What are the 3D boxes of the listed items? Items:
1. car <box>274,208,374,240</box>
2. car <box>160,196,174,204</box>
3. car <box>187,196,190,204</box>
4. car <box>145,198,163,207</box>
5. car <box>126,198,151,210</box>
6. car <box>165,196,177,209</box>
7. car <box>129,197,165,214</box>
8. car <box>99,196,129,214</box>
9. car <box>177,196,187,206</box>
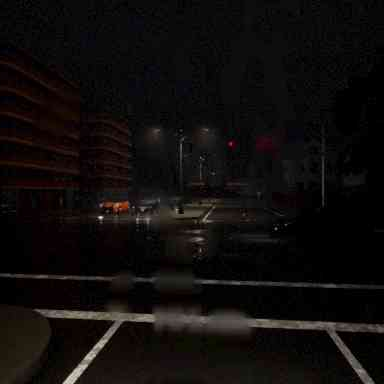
[{"bbox_3d":[6.454,1.525,16.404,4.674,1.442,1.812,0,0,-3],"label":"car"},{"bbox_3d":[-4.861,1.564,65.325,1.994,1.385,4.181,0,0,7],"label":"car"},{"bbox_3d":[-1.447,1.506,64.391,1.837,1.490,4.892,0,0,7],"label":"car"},{"bbox_3d":[-6.092,1.601,53.937,1.895,1.301,4.718,0,0,6],"label":"car"},{"bbox_3d":[-7.093,1.545,44.407,2.033,1.411,5.357,0,0,6],"label":"car"},{"bbox_3d":[-3.607,1.601,44.126,1.895,1.301,4.718,0,0,6],"label":"car"},{"bbox_3d":[-4.569,1.491,34.916,2.128,1.511,4.902,0,0,6],"label":"car"},{"bbox_3d":[-8.083,1.352,34.990,2.097,1.767,4.553,0,0,6],"label":"car"},{"bbox_3d":[-2.652,1.491,53.171,2.128,1.511,4.902,0,0,6],"label":"car"}]
